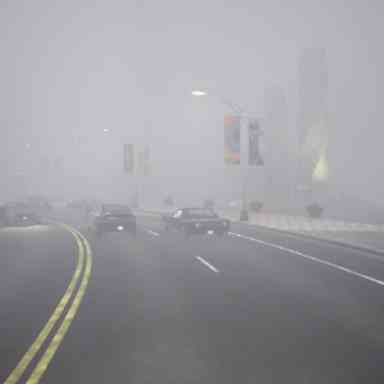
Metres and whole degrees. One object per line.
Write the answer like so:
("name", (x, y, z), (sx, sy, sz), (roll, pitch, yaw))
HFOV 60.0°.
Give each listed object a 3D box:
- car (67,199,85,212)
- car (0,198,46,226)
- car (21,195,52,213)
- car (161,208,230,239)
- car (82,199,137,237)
("car", (-9.760, 1.258, 30.759), (1.895, 1.301, 4.718), (-1, 1, -45))
("car", (-11.065, 1.335, 21.255), (1.994, 1.385, 4.181), (-1, 1, -38))
("car", (-14.792, 1.022, 30.523), (4.553, 1.767, 2.097), (1, 1, 41))
("car", (-0.040, 1.408, 16.330), (1.895, 1.301, 4.718), (0, 1, -22))
("car", (-4.194, 1.313, 16.936), (1.837, 1.490, 4.892), (0, 0, -25))
